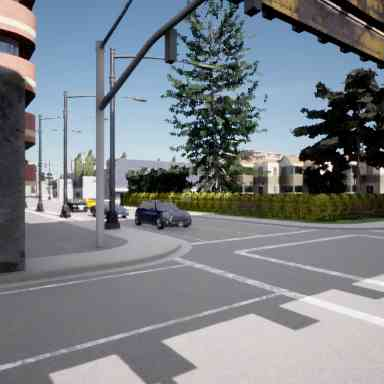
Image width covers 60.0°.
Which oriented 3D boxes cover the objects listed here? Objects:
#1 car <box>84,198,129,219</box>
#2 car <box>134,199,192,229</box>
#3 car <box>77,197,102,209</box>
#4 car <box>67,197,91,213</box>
[{"bbox_3d":[-7.434,1.547,29.457,2.033,1.411,5.357,0,0,-35],"label":"car"},{"bbox_3d":[-1.959,1.352,21.679,2.097,1.767,4.553,0,0,-35],"label":"car"},{"bbox_3d":[-14.061,1.478,45.323,1.882,1.535,5.008,0,0,-34],"label":"car"},{"bbox_3d":[-13.292,1.492,37.809,2.128,1.511,4.902,0,0,-35],"label":"car"}]
